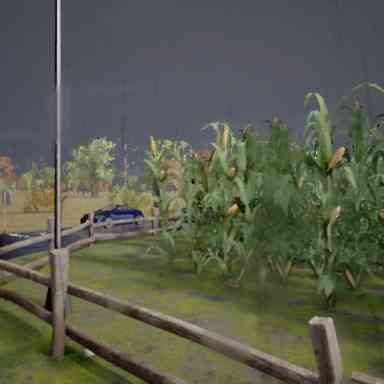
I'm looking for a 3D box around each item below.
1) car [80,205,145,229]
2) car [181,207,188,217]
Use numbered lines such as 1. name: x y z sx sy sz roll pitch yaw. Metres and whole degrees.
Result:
1. car: -5.047 1.521 21.495 1.994 1.385 4.181 0 0 37
2. car: 0.970 1.436 29.689 1.837 1.490 4.892 0 0 36
